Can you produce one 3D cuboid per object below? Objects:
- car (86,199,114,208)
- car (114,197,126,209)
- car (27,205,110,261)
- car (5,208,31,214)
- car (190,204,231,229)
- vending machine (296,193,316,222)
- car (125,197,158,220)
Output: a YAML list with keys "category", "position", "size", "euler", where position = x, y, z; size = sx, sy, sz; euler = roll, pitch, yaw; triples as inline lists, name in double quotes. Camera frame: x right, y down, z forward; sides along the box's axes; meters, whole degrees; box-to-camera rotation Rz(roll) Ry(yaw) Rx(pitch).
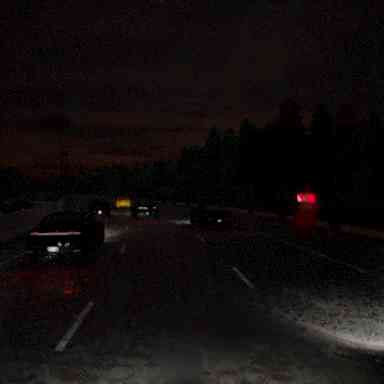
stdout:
- category: "car"
  position: [-8.427, 1.426, 30.141]
  size: [1.837, 1.490, 4.892]
  euler: [0, 0, -17]
- category: "car"
  position: [-9.126, 1.363, 42.985]
  size: [1.882, 1.535, 5.008]
  euler: [0, -1, -19]
- category: "car"
  position: [-4.417, 1.460, 12.230]
  size: [2.128, 1.511, 4.902]
  euler: [0, 0, -7]
- category: "car"
  position: [-16.447, 1.472, 31.740]
  size: [2.033, 1.411, 5.357]
  euler: [0, 0, -19]
- category: "car"
  position: [1.114, 1.462, 21.298]
  size: [1.812, 1.442, 4.674]
  euler: [0, 0, -11]
- category: "vending machine"
  position: [8.505, 1.114, 24.794]
  size: [1.100, 2.100, 0.880]
  euler: [0, 0, -13]
- category: "car"
  position: [-4.030, 1.415, 27.556]
  size: [2.128, 1.511, 4.902]
  euler: [0, 0, -15]
